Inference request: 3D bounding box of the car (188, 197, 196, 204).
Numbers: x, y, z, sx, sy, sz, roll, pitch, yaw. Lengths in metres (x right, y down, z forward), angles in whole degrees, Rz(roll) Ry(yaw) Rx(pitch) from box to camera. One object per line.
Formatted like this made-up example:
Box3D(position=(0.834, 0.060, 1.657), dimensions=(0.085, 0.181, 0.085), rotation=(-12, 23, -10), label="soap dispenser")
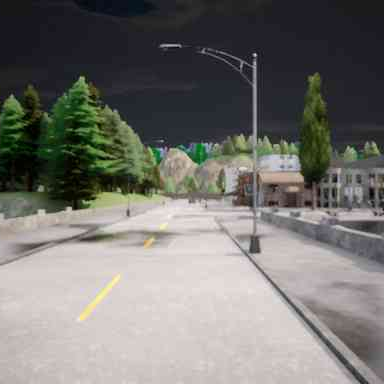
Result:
Box3D(position=(0.002, 2.314, 86.720), dimensions=(2.128, 1.511, 4.902), rotation=(0, -1, 0), label="car")
